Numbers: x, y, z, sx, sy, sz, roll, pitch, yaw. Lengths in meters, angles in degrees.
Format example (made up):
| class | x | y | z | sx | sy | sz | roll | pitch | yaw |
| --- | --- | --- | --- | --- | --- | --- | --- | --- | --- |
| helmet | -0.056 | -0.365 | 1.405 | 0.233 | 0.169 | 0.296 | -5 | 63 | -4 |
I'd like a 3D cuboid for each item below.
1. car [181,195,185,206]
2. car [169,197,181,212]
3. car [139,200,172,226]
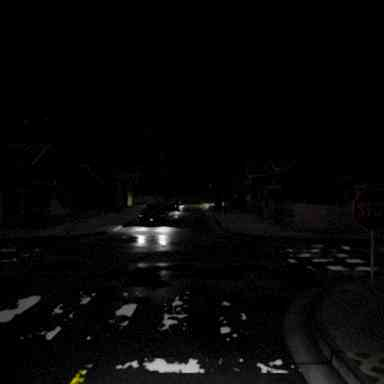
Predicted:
| class | x | y | z | sx | sy | sz | roll | pitch | yaw |
| --- | --- | --- | --- | --- | --- | --- | --- | --- | --- |
| car | -2.692 | 1.822 | 61.453 | 1.837 | 1.490 | 4.892 | 0 | 0 | 0 |
| car | -2.707 | 1.693 | 42.485 | 1.882 | 1.535 | 5.008 | 0 | 0 | 0 |
| car | -2.727 | 1.627 | 24.676 | 1.837 | 1.490 | 4.892 | 0 | 0 | 0 |
